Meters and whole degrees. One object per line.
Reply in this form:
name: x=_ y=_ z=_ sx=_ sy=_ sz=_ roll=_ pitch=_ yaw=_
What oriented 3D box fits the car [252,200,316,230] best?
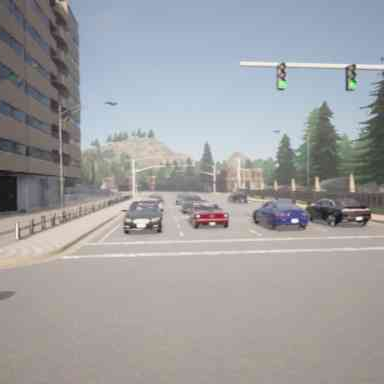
car: x=4.650 y=1.162 z=17.989 sx=1.812 sy=1.442 sz=4.674 roll=-1 pitch=1 yaw=-5

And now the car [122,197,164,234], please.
car: x=-2.548 y=1.241 z=17.729 sx=2.128 sy=1.511 sz=4.902 roll=-1 pitch=1 yaw=-5

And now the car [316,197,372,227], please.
car: x=8.079 y=1.058 z=18.920 sx=2.128 sy=1.511 sz=4.902 roll=-1 pitch=1 yaw=-5

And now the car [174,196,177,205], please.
car: x=-1.078 y=0.834 z=40.885 sx=1.812 sy=1.442 sz=4.674 roll=-1 pitch=1 yaw=-5

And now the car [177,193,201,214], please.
car: x=0.015 y=1.022 z=28.435 sx=1.837 sy=1.490 sz=4.892 roll=-1 pitch=1 yaw=-5

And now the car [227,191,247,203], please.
car: x=5.889 y=0.660 z=43.456 sx=1.837 sy=1.490 sz=4.892 roll=-1 pitch=1 yaw=-5

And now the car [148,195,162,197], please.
car: x=-3.364 y=1.196 z=26.955 sx=1.895 sy=1.301 sz=4.718 roll=-1 pitch=1 yaw=-5

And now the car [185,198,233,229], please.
car: x=0.840 y=1.273 z=19.168 sx=1.895 sy=1.301 sz=4.718 roll=-1 pitch=1 yaw=-5
